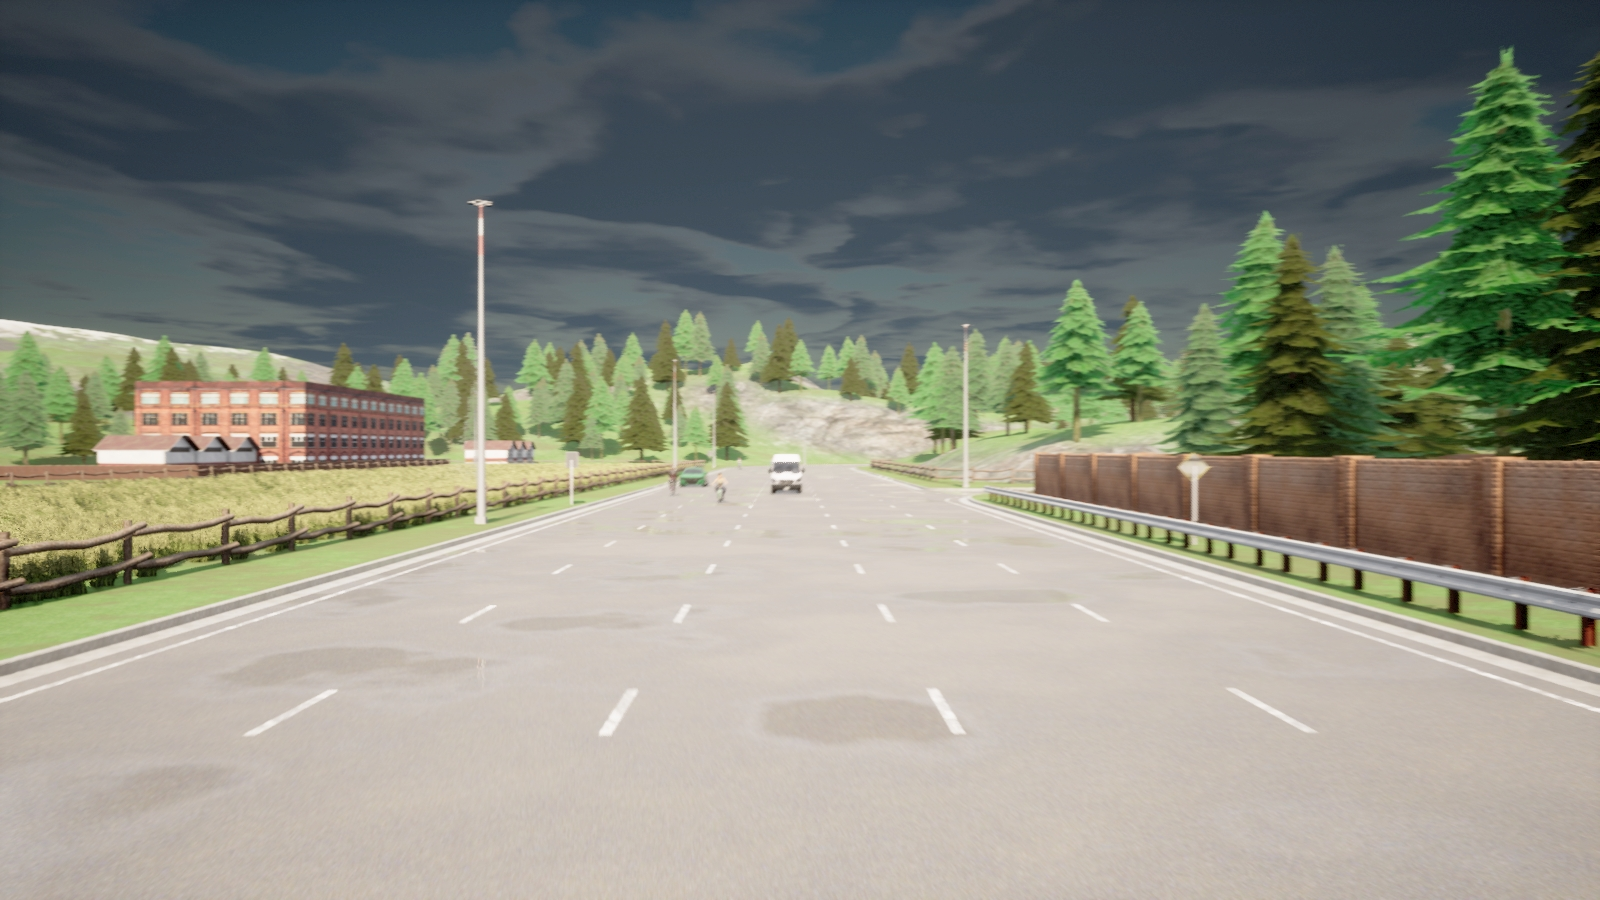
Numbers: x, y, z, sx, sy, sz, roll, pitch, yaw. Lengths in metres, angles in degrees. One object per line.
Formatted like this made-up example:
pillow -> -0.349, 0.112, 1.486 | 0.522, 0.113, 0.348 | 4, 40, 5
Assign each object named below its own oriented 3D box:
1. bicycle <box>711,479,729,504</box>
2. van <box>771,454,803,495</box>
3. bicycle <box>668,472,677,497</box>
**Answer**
bicycle -> -4.213, 2.163, 60.147 | 0.859, 1.276, 1.487 | 0, 0, 0
van -> -0.868, 1.537, 74.267 | 1.988, 2.561, 5.915 | 0, 0, -1
bicycle -> -7.691, 2.070, 68.860 | 0.329, 1.471, 1.835 | 0, 0, 0
